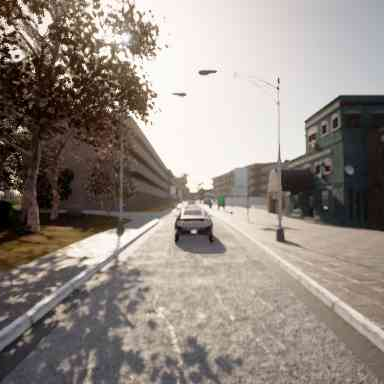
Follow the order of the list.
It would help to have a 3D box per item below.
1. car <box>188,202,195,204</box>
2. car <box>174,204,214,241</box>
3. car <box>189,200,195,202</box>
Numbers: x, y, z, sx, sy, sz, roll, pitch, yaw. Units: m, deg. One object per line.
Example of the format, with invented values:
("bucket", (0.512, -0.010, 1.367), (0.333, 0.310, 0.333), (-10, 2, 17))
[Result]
("car", (0.075, 2.059, 34.894), (1.812, 1.442, 4.674), (0, -2, 0))
("car", (0.088, 1.596, 17.286), (2.128, 1.511, 4.902), (0, -1, 0))
("car", (-0.067, 3.064, 91.133), (1.994, 1.385, 4.181), (0, -1, 0))
